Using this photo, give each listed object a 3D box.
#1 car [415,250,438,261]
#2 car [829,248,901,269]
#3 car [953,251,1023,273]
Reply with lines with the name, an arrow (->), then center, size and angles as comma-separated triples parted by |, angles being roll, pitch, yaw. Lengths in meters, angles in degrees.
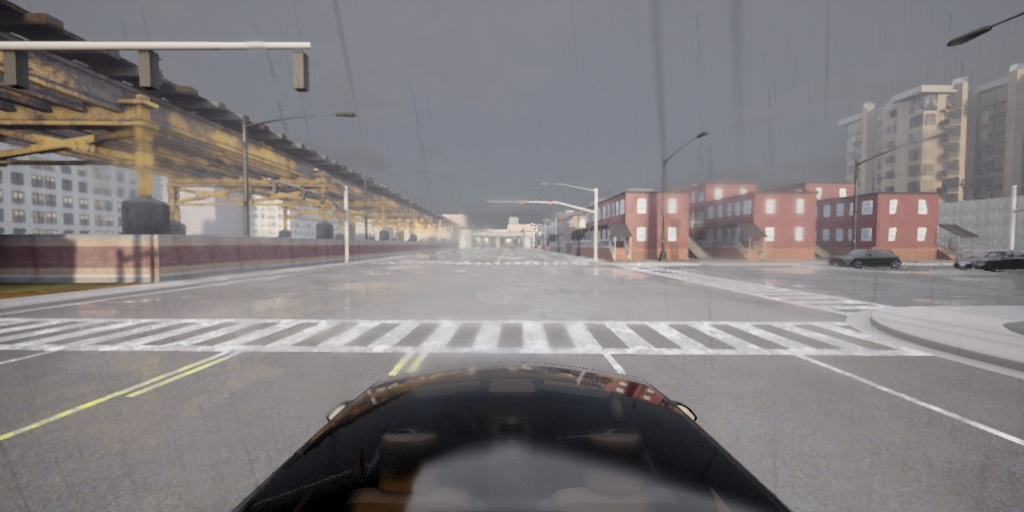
car -> -10.504, -0.069, 44.224 | 1.895, 1.301, 4.718 | 0, 2, 0
car -> 29.189, 0.154, 29.761 | 4.553, 1.767, 2.097 | 0, 2, 0
car -> 35.500, 0.413, 26.268 | 4.902, 1.511, 2.128 | 0, 2, 0
